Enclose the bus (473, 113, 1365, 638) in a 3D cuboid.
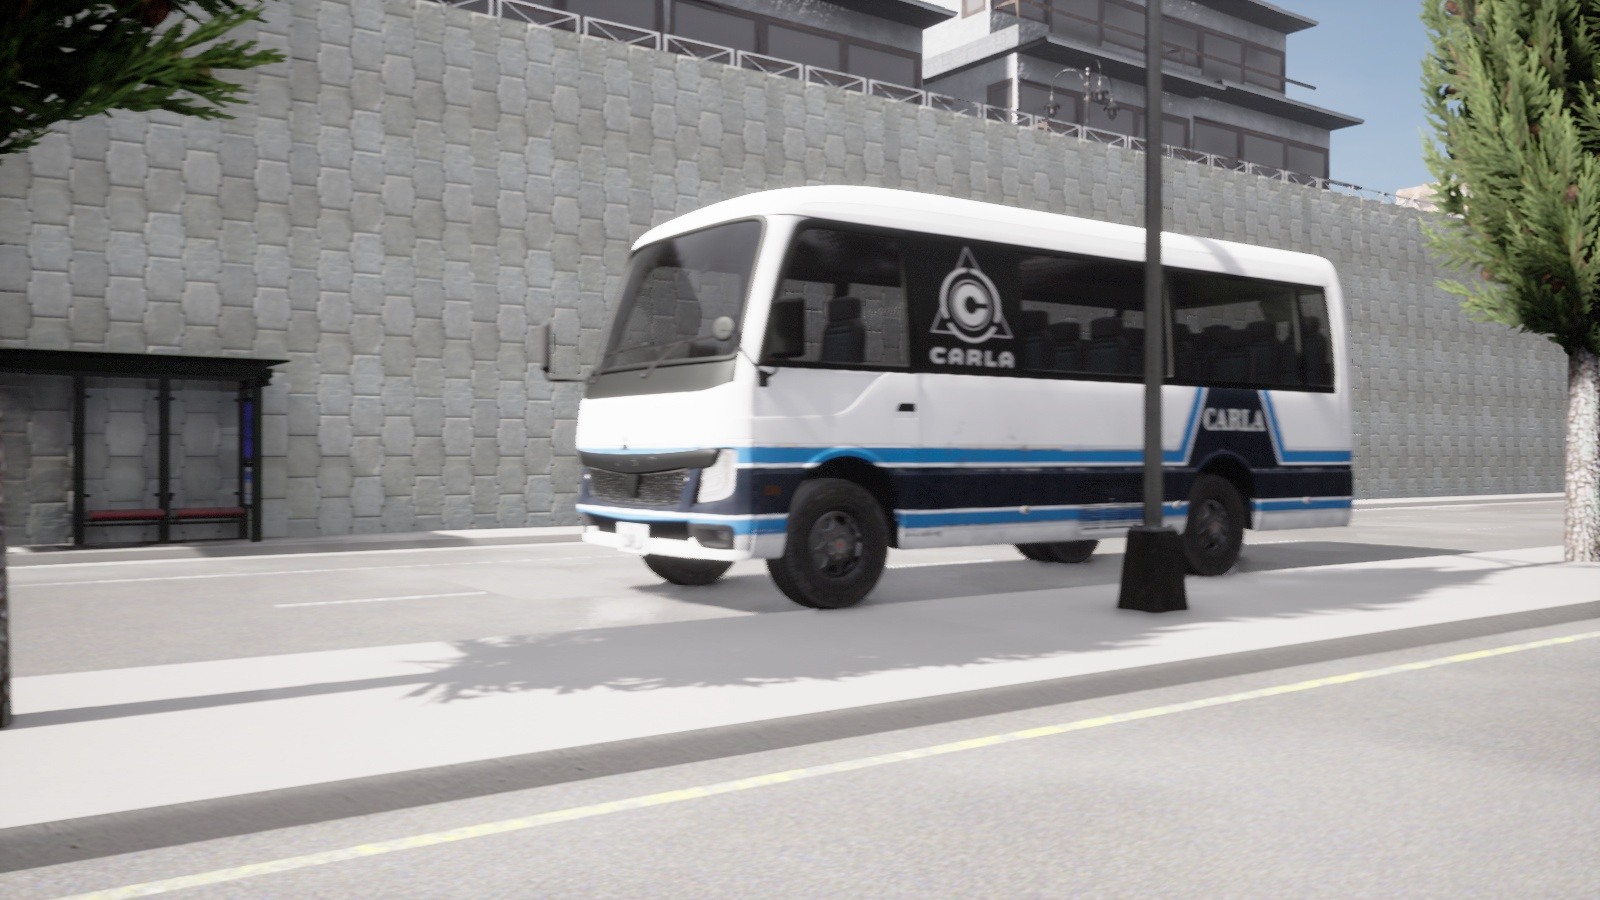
[{"bbox_3d":[1.860,-0.599,14.708,10.273,4.253,3.944,0,0,-35],"label":"bus"}]
